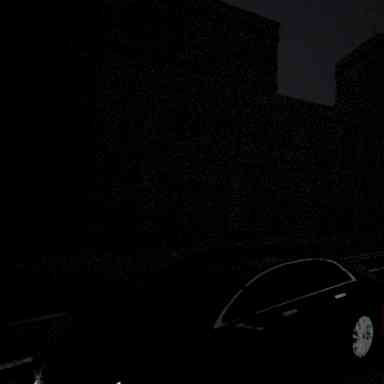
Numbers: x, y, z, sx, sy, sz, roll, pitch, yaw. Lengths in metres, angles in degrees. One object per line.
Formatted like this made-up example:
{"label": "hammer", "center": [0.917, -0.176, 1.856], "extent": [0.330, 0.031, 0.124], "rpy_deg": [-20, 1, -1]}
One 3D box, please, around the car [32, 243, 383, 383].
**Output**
{"label": "car", "center": [0.614, 1.521, 4.354], "extent": [4.892, 1.490, 1.837], "rpy_deg": [0, 0, -35]}
